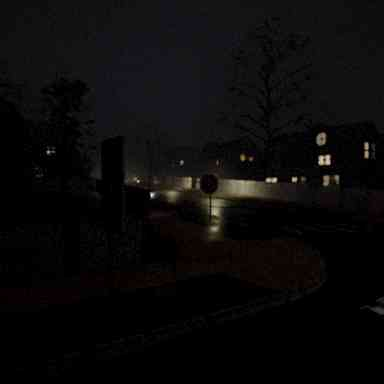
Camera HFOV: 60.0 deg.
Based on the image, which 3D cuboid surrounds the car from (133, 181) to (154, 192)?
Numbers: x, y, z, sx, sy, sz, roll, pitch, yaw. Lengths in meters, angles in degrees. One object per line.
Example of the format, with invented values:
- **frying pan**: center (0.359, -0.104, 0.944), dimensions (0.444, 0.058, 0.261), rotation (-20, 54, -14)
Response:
- **car**: center (-6.139, -0.742, 41.621), dimensions (1.994, 1.385, 4.181), rotation (0, 3, -21)
